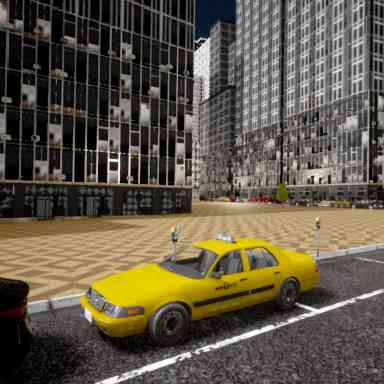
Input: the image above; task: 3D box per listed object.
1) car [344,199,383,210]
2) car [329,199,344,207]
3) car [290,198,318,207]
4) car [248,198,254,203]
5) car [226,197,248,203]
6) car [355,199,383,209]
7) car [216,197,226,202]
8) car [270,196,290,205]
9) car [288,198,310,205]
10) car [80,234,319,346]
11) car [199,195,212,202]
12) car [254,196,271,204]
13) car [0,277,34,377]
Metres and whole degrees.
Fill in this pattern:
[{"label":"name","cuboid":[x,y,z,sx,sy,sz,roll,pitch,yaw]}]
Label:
[{"label":"car","cuboid":[22.609,1.653,43.210,2.008,1.369,4.403,1,-1,-22]},{"label":"car","cuboid":[25.619,1.840,56.711,1.752,1.417,4.829,1,-1,-22]},{"label":"car","cuboid":[18.391,1.716,53.568,2.008,1.369,4.403,1,-1,-22]},{"label":"car","cuboid":[15.133,2.052,82.460,1.802,1.307,4.206,1,-1,-22]},{"label":"car","cuboid":[9.957,1.730,74.286,1.967,1.590,4.097,1,-1,-22]},{"label":"car","cuboid":[27.793,1.833,51.372,2.008,1.369,4.403,1,-1,-22]},{"label":"car","cuboid":[7.911,1.845,79.306,1.752,1.417,4.829,1,-1,-22]},{"label":"car","cuboid":[16.284,1.636,58.749,1.967,1.590,4.097,1,-1,-22]},{"label":"car","cuboid":[21.463,1.927,66.916,2.008,1.369,4.403,1,-1,-22]},{"label":"car","cuboid":[0.435,1.528,6.341,4.829,1.417,1.752,0,1,-35]},{"label":"car","cuboid":[3.632,1.698,89.824,2.192,1.841,5.009,1,-1,-22]},{"label":"car","cuboid":[17.247,1.754,77.282,2.192,1.841,5.009,1,-1,-22]},{"label":"car","cuboid":[-3.928,1.565,3.283,4.313,1.339,1.947,0,1,-36]}]
